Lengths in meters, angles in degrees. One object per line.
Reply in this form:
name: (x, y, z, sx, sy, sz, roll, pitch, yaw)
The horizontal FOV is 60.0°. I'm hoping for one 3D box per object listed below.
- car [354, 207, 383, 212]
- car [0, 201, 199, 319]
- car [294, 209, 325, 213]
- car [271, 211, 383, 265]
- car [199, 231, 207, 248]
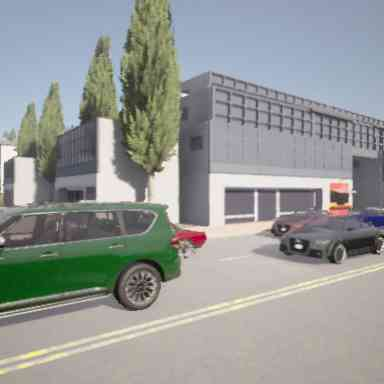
car: (10.611, 1.607, 20.028, 4.718, 1.301, 1.895, 0, 0, -35)
car: (-2.814, 1.224, 6.279, 5.566, 2.045, 2.150, 0, 0, -35)
car: (5.922, 1.570, 16.744, 4.181, 1.385, 1.994, 0, 0, -35)
car: (5.060, 1.568, 11.861, 4.181, 1.385, 1.994, 0, 0, -35)
car: (-1.872, 1.603, 11.236, 4.718, 1.301, 1.895, 0, 0, -35)
